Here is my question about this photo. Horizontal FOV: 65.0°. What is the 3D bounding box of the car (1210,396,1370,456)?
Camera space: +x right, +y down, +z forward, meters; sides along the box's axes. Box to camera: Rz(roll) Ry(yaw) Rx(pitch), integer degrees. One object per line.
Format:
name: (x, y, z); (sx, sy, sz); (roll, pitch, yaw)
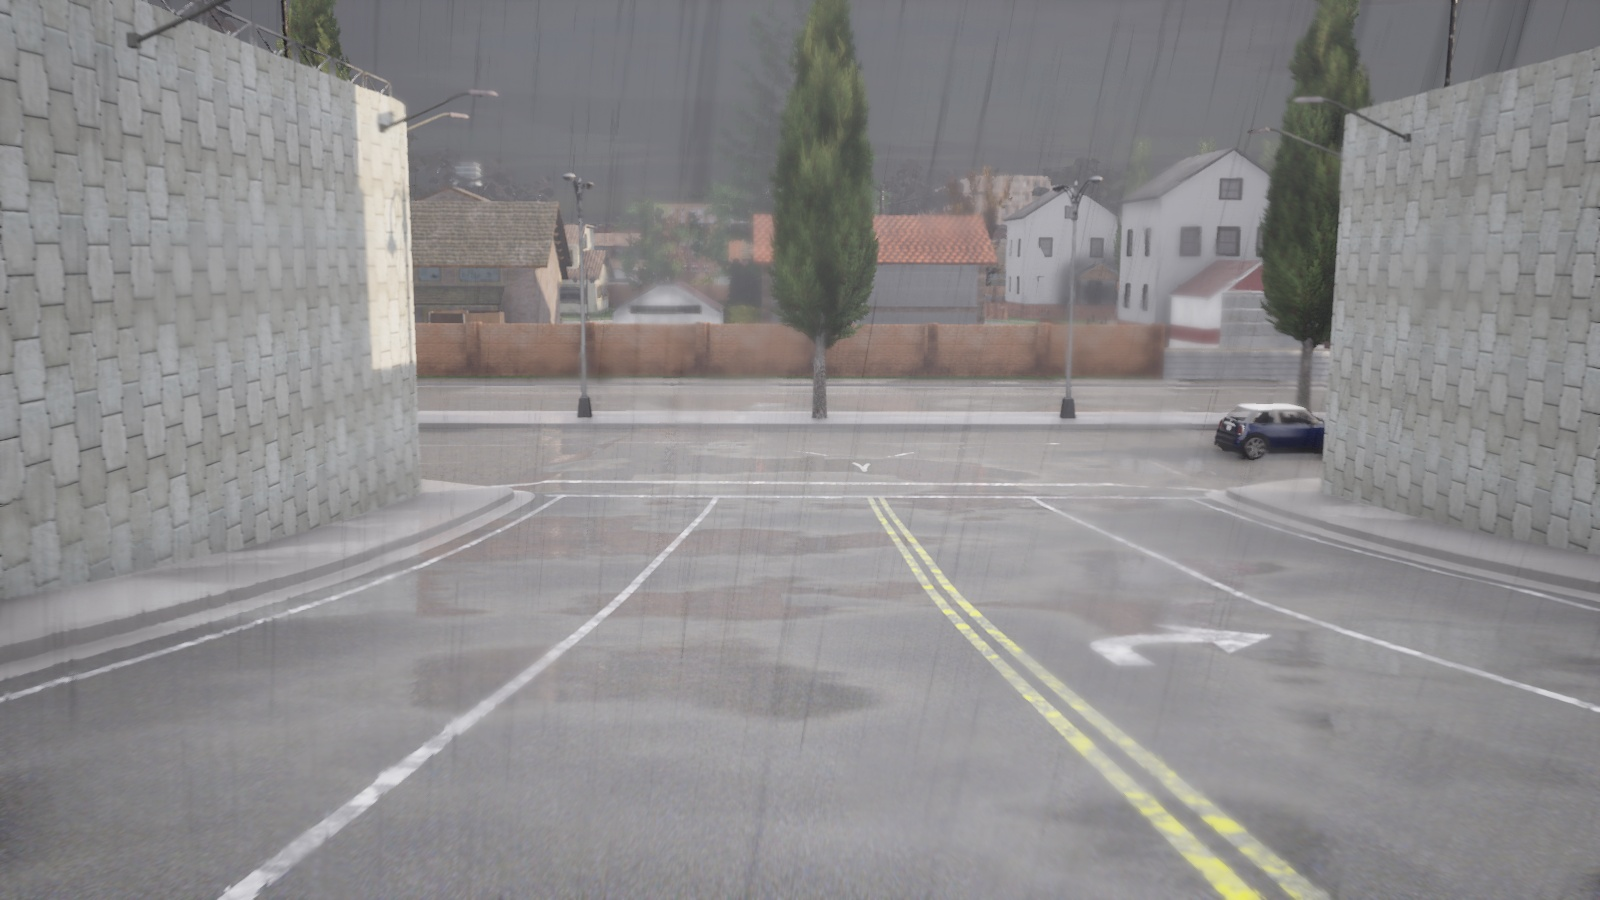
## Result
car: (14.293, -0.724, 36.757); (3.806, 1.475, 1.970); (-1, 9, -5)
